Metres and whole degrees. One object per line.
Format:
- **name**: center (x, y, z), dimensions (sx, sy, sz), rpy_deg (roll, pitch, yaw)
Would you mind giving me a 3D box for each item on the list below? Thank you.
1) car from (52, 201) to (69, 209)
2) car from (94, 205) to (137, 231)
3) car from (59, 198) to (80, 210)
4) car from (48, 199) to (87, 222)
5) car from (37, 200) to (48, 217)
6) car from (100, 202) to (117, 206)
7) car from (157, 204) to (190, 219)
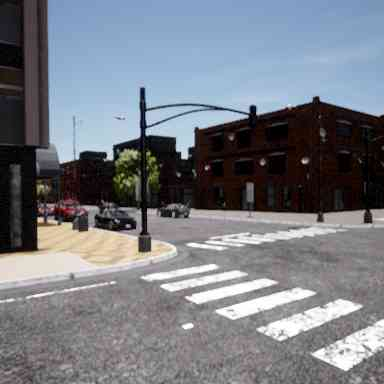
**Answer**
- **car**: center (-25.368, 2.422, 64.129), dimensions (1.752, 1.417, 4.829), rpy_deg (-2, 0, -37)
- **car**: center (-5.494, 1.892, 23.485), dimensions (1.947, 1.339, 4.313), rpy_deg (-2, 0, -37)
- **car**: center (-21.951, 2.123, 59.566), dimensions (2.192, 1.841, 5.009), rpy_deg (-2, 0, -37)
- **car**: center (-11.689, 1.803, 31.770), dimensions (2.192, 1.841, 5.009), rpy_deg (-2, 0, -37)
- **car**: center (-18.257, 2.100, 40.676), dimensions (1.967, 1.590, 4.097), rpy_deg (-2, 0, -37)
- **car**: center (-11.525, 2.087, 45.709), dimensions (2.008, 1.369, 4.403), rpy_deg (-2, 0, -37)
- **car**: center (-1.905, 1.836, 33.092), dimensions (2.008, 1.369, 4.403), rpy_deg (-2, 0, -37)
